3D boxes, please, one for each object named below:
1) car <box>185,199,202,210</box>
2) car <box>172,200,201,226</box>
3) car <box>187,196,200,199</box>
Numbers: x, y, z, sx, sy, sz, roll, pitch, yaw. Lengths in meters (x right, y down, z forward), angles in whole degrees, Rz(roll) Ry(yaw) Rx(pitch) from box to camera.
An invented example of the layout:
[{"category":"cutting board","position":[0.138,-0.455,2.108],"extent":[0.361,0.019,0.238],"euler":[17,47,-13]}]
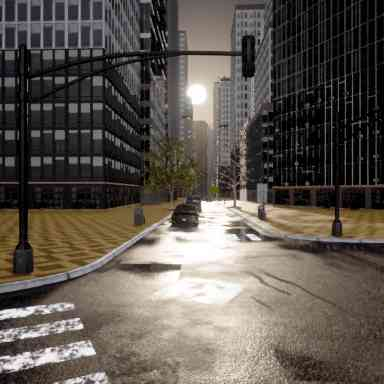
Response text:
[{"category":"car","position":[-0.114,1.777,35.644],"extent":[1.812,1.442,4.674],"euler":[0,0,2]},{"category":"car","position":[-0.462,1.654,25.431],"extent":[1.882,1.535,5.008],"euler":[0,0,2]},{"category":"car","position":[0.245,1.554,46.298],"extent":[2.150,2.045,5.566],"euler":[0,0,2]}]
